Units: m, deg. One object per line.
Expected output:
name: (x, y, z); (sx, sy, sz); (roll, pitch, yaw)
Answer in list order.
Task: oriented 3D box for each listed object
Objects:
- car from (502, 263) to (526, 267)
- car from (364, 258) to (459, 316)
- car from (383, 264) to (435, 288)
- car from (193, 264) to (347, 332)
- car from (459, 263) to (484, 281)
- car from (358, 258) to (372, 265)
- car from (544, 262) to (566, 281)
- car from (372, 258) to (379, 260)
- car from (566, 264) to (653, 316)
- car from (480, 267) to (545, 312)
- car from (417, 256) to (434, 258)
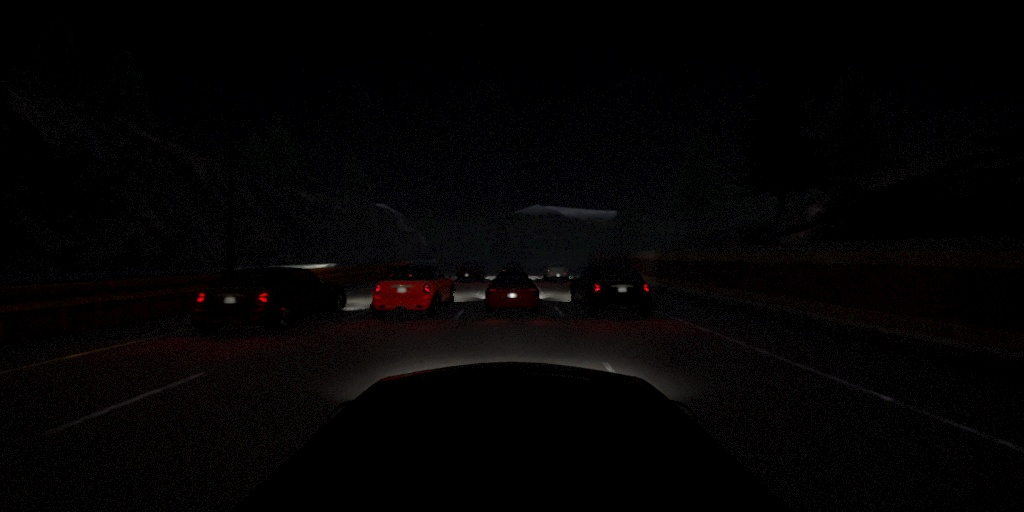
car: (0.146, 1.259, 29.823); (1.812, 1.442, 4.674); (0, 0, 2)
car: (-3.485, 1.097, 13.478); (2.097, 1.767, 4.553); (0, 0, 0)
car: (-7.012, 1.289, 25.052); (2.033, 1.411, 5.357); (0, 0, 1)
car: (-6.986, 1.103, 11.016); (2.097, 1.767, 4.553); (0, 0, 0)
car: (-3.358, 1.261, 29.724); (1.812, 1.442, 4.674); (0, 0, 2)
car: (-24.047, 1.085, 60.837); (2.097, 1.767, 4.553); (0, 0, 13)
car: (3.645, 1.256, 29.803); (1.812, 1.442, 4.674); (0, 0, 2)
car: (-20.728, 1.235, 59.626); (1.837, 1.490, 4.892); (0, 0, 13)
car: (3.515, 1.091, 13.519); (2.097, 1.767, 4.553); (0, 0, 0)
car: (0.016, 1.307, 14.177); (1.994, 1.385, 4.181); (0, 0, 0)
car: (-14.128, 0.949, 57.278); (2.150, 2.045, 5.566); (0, 0, 13)
